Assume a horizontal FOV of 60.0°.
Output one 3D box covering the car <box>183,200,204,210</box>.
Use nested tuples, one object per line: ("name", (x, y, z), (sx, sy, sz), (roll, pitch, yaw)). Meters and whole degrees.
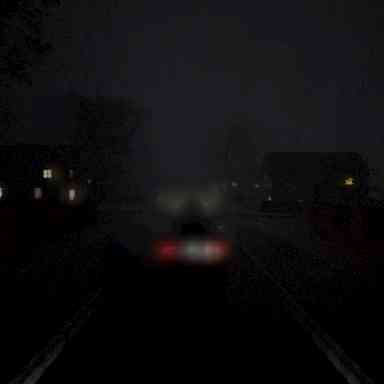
("car", (0.117, 1.500, 32.073), (1.882, 1.535, 5.008), (1, 1, 0))

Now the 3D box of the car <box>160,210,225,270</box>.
("car", (0.059, 1.548, 11.038), (2.033, 1.411, 5.357), (0, 0, 1))
